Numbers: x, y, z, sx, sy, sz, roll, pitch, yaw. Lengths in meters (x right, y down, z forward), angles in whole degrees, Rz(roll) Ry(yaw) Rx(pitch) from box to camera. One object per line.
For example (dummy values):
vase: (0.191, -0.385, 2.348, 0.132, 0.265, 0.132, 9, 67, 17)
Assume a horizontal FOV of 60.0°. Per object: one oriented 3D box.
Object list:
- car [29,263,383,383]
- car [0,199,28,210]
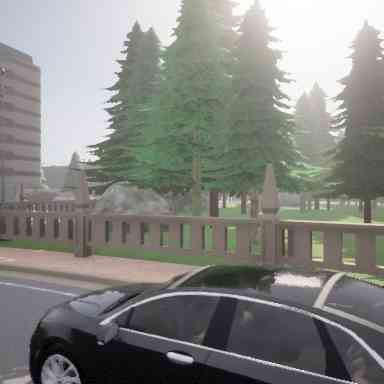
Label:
car: (0.412, 1.504, 3.287, 4.892, 1.490, 1.837, 0, -1, 32)
car: (-22.213, 1.602, 39.870, 2.033, 1.411, 5.357, 0, 0, 22)
